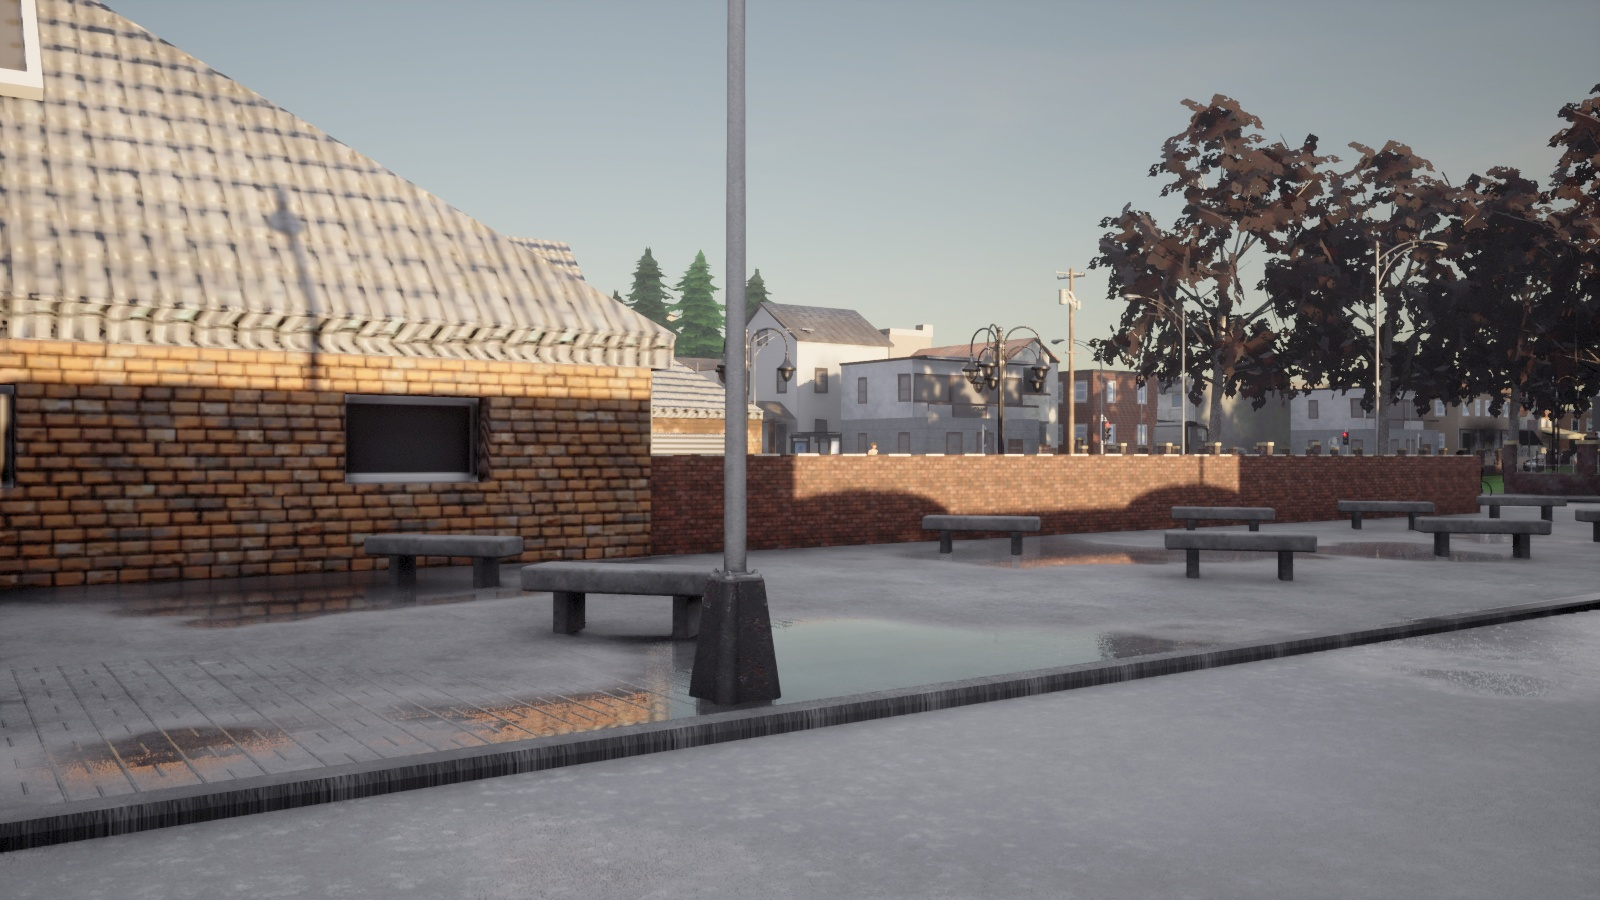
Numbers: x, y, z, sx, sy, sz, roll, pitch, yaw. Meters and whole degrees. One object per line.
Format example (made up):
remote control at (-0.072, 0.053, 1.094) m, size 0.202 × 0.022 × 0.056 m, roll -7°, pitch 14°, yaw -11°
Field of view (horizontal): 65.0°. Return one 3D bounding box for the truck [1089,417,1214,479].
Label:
truck at (20.808, -0.100, 74.047) m, size 7.936 × 3.462 × 2.891 m, roll 0°, pitch 0°, yaw -37°
